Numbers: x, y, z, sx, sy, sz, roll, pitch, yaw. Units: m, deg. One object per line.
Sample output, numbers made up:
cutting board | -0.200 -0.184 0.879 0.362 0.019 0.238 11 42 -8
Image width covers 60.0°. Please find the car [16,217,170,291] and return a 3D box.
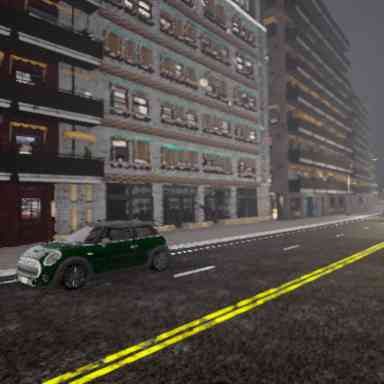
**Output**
car | -2.844 1.729 10.311 2.097 1.767 4.553 -2 -2 42
